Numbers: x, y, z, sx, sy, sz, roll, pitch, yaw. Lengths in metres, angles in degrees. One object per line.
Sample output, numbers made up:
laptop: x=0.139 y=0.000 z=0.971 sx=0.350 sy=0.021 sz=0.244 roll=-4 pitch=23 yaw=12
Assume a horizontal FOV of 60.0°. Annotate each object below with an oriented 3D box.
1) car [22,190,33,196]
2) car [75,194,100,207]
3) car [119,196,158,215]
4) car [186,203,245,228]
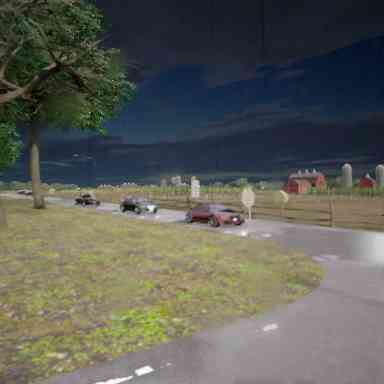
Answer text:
car: x=-41.089 y=0.326 z=84.562 sx=1.882 sy=1.535 sz=5.008 roll=-1 pitch=1 yaw=-36
car: x=-12.780 y=0.949 z=40.597 sx=1.882 sy=1.535 sz=5.008 roll=-1 pitch=1 yaw=-36
car: x=-4.794 y=1.158 z=29.528 sx=2.128 sy=1.511 sz=4.902 roll=-1 pitch=1 yaw=-36
car: x=1.375 y=1.400 z=21.021 sx=1.994 sy=1.385 sz=4.181 roll=-1 pitch=1 yaw=-35
